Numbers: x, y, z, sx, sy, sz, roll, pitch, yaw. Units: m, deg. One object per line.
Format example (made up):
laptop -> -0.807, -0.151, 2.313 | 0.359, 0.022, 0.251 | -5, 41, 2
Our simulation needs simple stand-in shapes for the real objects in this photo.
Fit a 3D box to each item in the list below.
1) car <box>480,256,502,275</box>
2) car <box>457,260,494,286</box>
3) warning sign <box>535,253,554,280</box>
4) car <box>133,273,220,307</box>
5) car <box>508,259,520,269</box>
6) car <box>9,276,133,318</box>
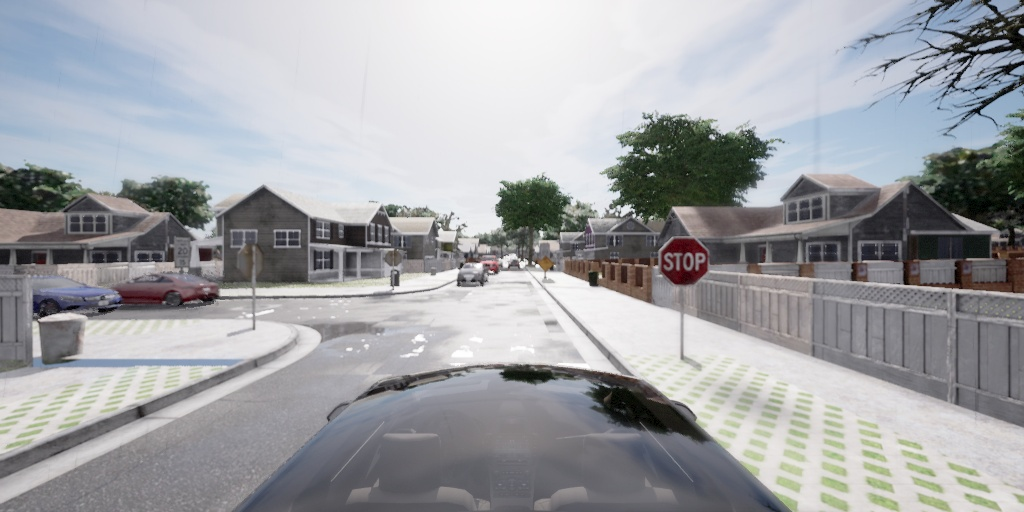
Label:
car -> -2.663, 1.010, 40.863 | 2.150, 2.045, 5.566 | 0, 0, 0
car -> -2.776, 1.274, 26.126 | 2.128, 1.511, 4.902 | 0, 0, 2
warning sign -> 2.643, 0.901, 28.156 | 1.300, 1.860, 1.060 | 0, 0, 0
car -> -15.397, 1.449, 15.708 | 4.181, 1.385, 1.994 | 0, 0, 0
car -> 0.314, 1.305, 57.637 | 1.812, 1.442, 4.674 | 0, 0, 1
car -> -16.834, 1.427, 12.721 | 4.674, 1.442, 1.812 | 0, 0, 0
